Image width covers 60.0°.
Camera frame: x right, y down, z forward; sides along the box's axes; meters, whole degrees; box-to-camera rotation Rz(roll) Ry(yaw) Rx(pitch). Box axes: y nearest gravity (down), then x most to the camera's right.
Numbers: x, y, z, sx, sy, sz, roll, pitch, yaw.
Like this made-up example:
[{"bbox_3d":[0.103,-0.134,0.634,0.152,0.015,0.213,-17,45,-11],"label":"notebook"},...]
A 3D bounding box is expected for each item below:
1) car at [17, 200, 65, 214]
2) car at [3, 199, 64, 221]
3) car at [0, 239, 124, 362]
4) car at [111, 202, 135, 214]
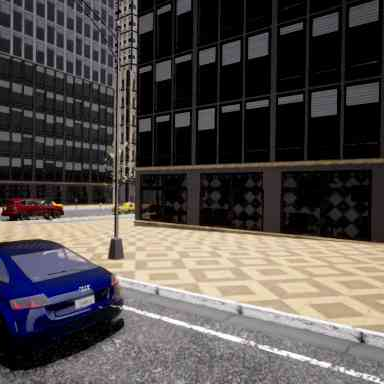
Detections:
[{"bbox_3d":[-17.346,1.643,38.527,1.752,1.417,4.829,1,0,36],"label":"car"},{"bbox_3d":[-13.814,1.520,29.166,2.192,1.841,5.009,1,0,36],"label":"car"},{"bbox_3d":[-3.212,1.561,5.956,4.181,1.385,1.994,0,0,34],"label":"car"},{"bbox_3d":[-7.050,1.831,38.402,1.752,1.417,4.829,1,0,36],"label":"car"}]
